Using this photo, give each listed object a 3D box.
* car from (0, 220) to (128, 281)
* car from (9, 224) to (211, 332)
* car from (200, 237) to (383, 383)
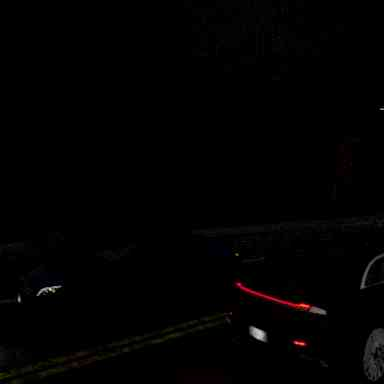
[{"bbox_3d":[-2.965,1.549,9.555,5.357,1.411,2.033,0,0,-35],"label":"car"},{"bbox_3d":[-1.005,1.527,6.959,4.674,1.442,1.812,0,0,-35],"label":"car"},{"bbox_3d":[2.768,1.495,5.413,4.902,1.511,2.128,0,0,-35],"label":"car"}]
